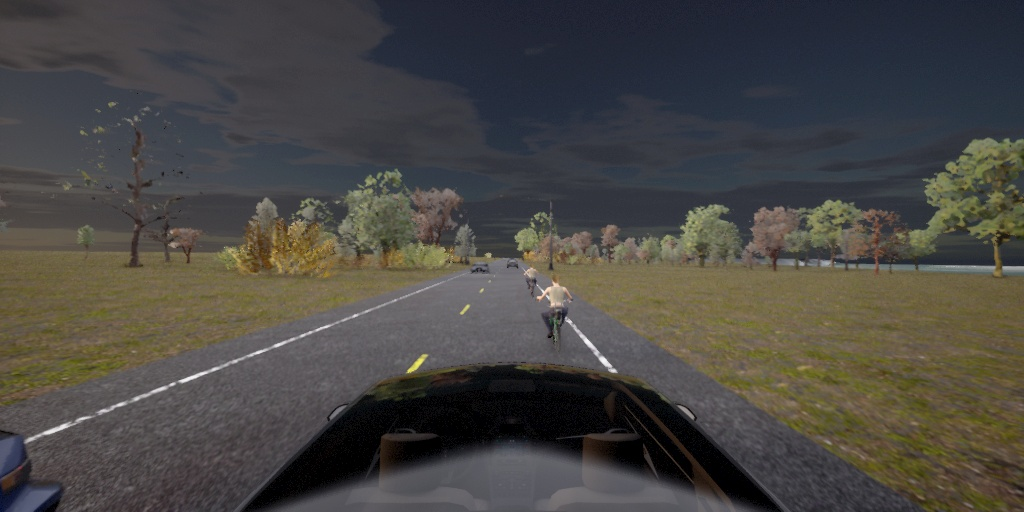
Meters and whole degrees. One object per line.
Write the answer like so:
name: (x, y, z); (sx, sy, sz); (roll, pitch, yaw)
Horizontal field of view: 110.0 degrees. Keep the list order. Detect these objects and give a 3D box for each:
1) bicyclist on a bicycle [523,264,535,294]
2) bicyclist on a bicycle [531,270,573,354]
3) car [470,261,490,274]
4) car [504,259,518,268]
bicyclist on a bicycle: (0.979, 1.190, 17.901); (0.866, 1.612, 1.509); (0, 0, 0)
bicyclist on a bicycle: (0.945, 1.188, 7.798); (0.866, 1.612, 1.509); (0, 0, 0)
car: (-3.599, 1.320, 41.167); (1.994, 1.385, 4.181); (0, 0, 0)
car: (0.095, 1.284, 60.192); (1.812, 1.442, 4.674); (0, 0, 0)
